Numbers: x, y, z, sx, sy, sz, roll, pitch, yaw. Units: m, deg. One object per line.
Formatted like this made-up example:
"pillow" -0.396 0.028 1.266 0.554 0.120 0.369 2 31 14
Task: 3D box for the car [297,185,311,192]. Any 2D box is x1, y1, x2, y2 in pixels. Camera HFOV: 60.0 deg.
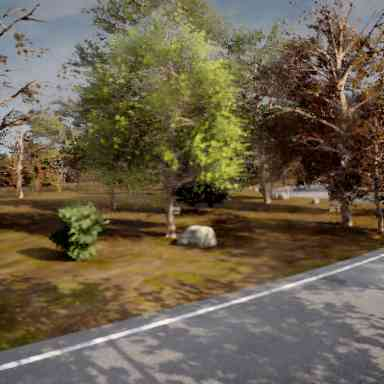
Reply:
"car" 19.163 -0.802 57.279 1.895 1.301 4.718 -4 3 10

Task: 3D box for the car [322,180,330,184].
"car" 29.899 -2.386 71.239 4.718 1.301 1.895 -5 3 -24
